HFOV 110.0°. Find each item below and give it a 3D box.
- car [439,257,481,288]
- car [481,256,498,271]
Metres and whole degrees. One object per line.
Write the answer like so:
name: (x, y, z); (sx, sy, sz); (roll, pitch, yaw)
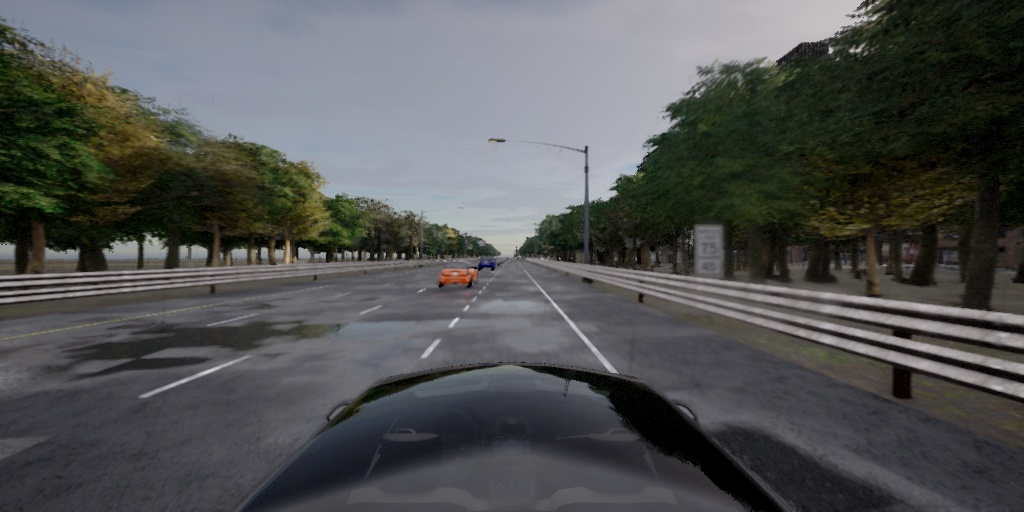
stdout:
car: (-3.494, 1.109, 24.121); (2.097, 1.767, 4.553); (0, 0, 0)
car: (-3.473, 1.003, 50.314); (2.150, 2.045, 5.566); (0, 0, 0)
